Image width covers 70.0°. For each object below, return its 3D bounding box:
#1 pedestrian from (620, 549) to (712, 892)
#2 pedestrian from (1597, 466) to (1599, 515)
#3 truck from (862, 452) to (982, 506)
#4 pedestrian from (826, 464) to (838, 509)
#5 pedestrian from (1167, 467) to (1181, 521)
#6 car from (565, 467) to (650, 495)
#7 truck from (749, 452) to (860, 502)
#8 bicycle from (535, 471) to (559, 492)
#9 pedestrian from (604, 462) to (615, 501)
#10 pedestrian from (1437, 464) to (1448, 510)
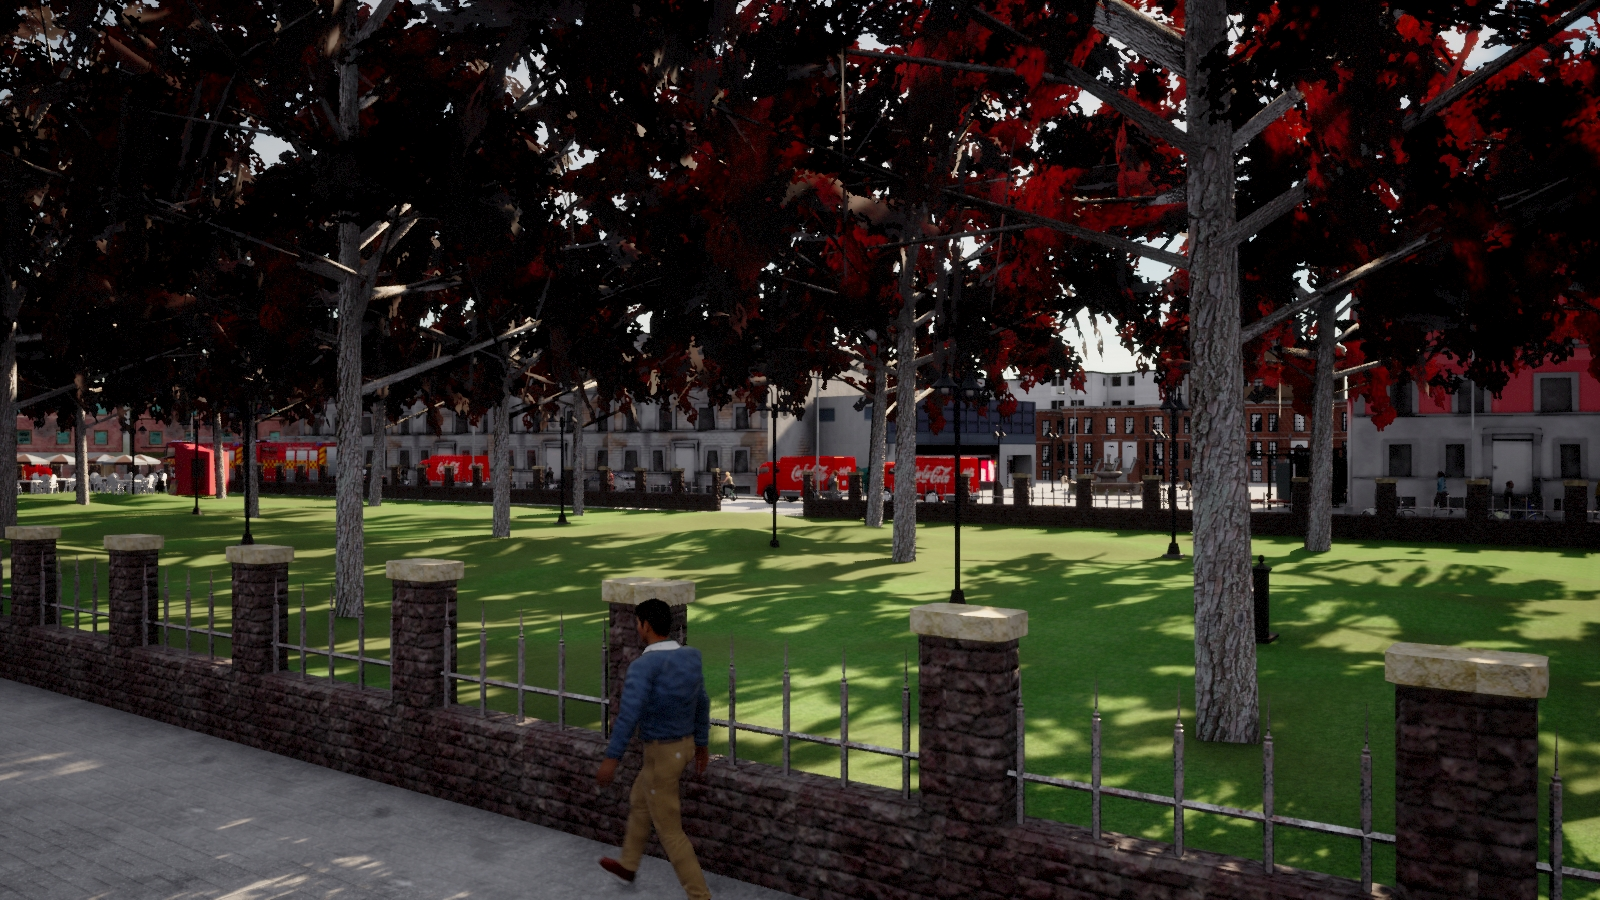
[{"bbox_3d":[-0.771,1.526,6.603,0.375,1.860,0.375,0,0,36],"label":"pedestrian"},{"bbox_3d":[30.427,1.524,43.276,0.375,1.860,0.375,0,0,39],"label":"pedestrian"},{"bbox_3d":[5.913,1.348,55.621,5.204,2.467,2.627,0,0,35],"label":"truck"},{"bbox_3d":[1.334,1.525,48.075,0.375,1.860,0.375,0,0,35],"label":"pedestrian"},{"bbox_3d":[13.047,1.524,39.833,0.375,1.860,0.375,0,0,35],"label":"pedestrian"},{"bbox_3d":[-11.432,1.827,67.802,4.902,1.511,2.128,0,0,35],"label":"car"},{"bbox_3d":[0.205,1.348,59.637,5.204,2.467,2.627,0,0,35],"label":"truck"},{"bbox_3d":[-15.681,1.940,70.806,1.835,1.271,0.329,0,0,35],"label":"bicycle"},{"bbox_3d":[-9.300,1.522,55.651,0.375,1.860,0.375,0,0,31],"label":"pedestrian"},{"bbox_3d":[26.488,1.522,47.094,0.375,1.860,0.375,0,0,32],"label":"pedestrian"}]
